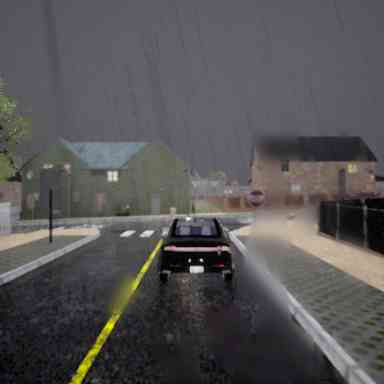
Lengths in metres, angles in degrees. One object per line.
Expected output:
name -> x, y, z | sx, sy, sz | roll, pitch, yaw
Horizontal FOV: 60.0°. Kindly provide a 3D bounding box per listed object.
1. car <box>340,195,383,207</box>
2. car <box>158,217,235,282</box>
car -> 12.921, 0.920, 22.298 | 4.902, 1.511, 2.128 | -2, 0, 2
car -> 0.102, 1.476, 9.703 | 2.128, 1.511, 4.902 | 0, 0, 0
